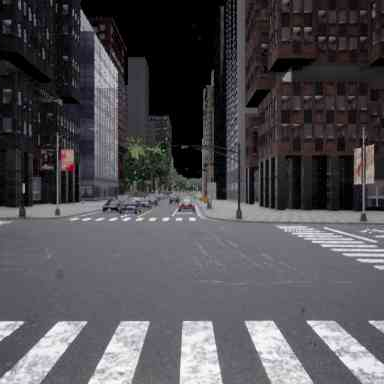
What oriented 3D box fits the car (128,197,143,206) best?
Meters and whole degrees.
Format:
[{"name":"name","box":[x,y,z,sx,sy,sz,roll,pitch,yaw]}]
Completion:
[{"name":"car","box":[-9.248,1.566,54.986,1.752,1.417,4.829,0,0,0]}]

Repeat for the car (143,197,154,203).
[{"name":"car","box":[-9.359,1.663,71.434,1.802,1.307,4.206,0,0,0]}]

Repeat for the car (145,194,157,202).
[{"name":"car","box":[-9.396,1.411,76.860,2.192,1.841,5.009,0,0,0]}]

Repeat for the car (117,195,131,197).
[{"name":"car","box":[-9.178,1.332,44.305,2.192,1.841,5.009,0,0,0]}]

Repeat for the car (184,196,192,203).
[{"name":"car","box":[-0.835,1.607,71.652,1.752,1.417,4.829,0,0,0]}]

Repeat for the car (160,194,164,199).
[{"name":"car","box":[-9.469,1.442,87.712,2.192,1.841,5.009,0,0,0]}]

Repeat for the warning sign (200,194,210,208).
[{"name":"warning sign","box":[1.670,1.128,42.619,1.300,1.860,1.060,0,0,0]}]

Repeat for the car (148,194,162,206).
[{"name":"car","box":[-6.573,1.547,55.507,1.837,1.490,4.892,0,0,0]}]

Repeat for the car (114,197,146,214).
[{"name":"car","box":[-6.461,1.545,35.359,2.033,1.411,5.357,0,0,-1]}]

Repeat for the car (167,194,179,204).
[{"name":"car","box":[-3.454,1.571,65.635,1.837,1.490,4.892,0,0,0]}]

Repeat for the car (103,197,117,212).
[{"name":"car","box":[-9.141,1.571,38.879,1.947,1.339,4.313,0,0,0]}]

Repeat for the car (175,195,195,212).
[{"name":"car","box":[-0.616,1.445,38.933,1.967,1.590,4.097,0,0,0]}]

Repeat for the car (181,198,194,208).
[{"name":"car","box":[-0.688,1.611,49.782,1.802,1.307,4.206,0,0,0]}]

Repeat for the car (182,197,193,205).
[{"name":"car","box":[-0.761,1.599,60.632,1.887,1.381,4.507,0,0,0]}]

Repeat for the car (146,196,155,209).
[{"name":"car","box":[-6.525,1.583,45.314,1.994,1.385,4.181,0,0,-1]}]

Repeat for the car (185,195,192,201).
[{"name":"car","box":[-0.943,1.567,87.757,1.967,1.590,4.097,0,0,0]}]
